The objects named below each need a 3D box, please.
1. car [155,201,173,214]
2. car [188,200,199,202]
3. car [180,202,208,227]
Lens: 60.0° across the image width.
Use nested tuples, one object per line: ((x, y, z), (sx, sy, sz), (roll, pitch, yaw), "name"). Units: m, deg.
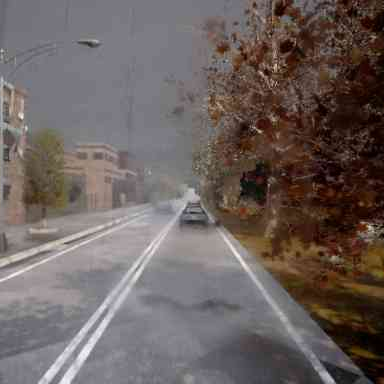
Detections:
((-3.255, 1.764, 39.101), (1.812, 1.442, 4.674), (0, 0, 0), "car")
((0.195, 1.752, 41.880), (2.128, 1.511, 4.902), (0, 0, 0), "car")
((0.139, 1.680, 23.932), (1.994, 1.385, 4.181), (0, 0, 0), "car")
